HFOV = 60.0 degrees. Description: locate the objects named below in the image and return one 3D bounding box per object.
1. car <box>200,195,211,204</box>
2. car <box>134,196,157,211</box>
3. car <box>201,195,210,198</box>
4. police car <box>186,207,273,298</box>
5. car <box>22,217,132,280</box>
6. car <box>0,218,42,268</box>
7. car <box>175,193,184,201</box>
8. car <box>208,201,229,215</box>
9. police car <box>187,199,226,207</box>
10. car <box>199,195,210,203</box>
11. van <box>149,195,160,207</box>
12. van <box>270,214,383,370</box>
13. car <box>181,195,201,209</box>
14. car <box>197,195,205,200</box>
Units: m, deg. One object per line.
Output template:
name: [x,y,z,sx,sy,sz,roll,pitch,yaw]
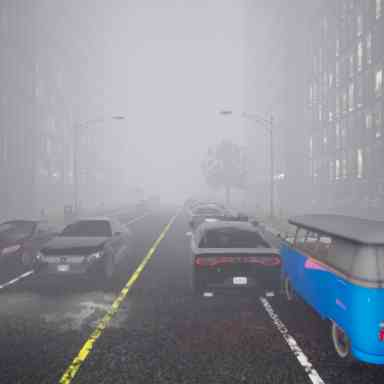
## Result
car: [2.538,1.410,62.505,1.967,1.590,4.097,0,0,0]
car: [-5.787,1.548,39.719,2.008,1.369,4.403,0,0,0]
car: [2.580,1.544,45.428,2.008,1.369,4.403,0,0,0]
police car: [0.879,1.425,8.706,1.930,1.638,5.238,0,0,0]
car: [-3.024,1.525,10.118,1.812,1.442,4.674,0,0,0]
car: [-5.718,1.582,11.255,1.802,1.307,4.206,0,0,0]
car: [-3.209,1.152,85.361,2.150,2.045,5.566,0,0,0]
car: [2.607,1.581,34.043,1.802,1.307,4.206,0,0,0]
police car: [0.855,1.425,18.706,1.930,1.638,5.238,0,0,0]
car: [2.524,1.401,68.197,1.967,1.590,4.097,0,0,0]
van: [-5.814,1.328,51.104,1.690,1.788,3.998,0,0,0]
van: [2.677,1.341,5.581,1.690,1.788,3.998,0,0,0]
car: [-0.104,1.471,45.178,1.882,1.535,5.008,0,0,1]
car: [2.469,1.463,90.968,1.887,1.381,4.507,0,0,0]
